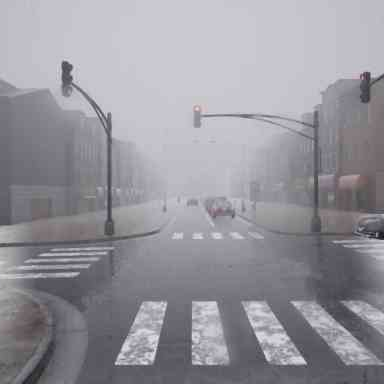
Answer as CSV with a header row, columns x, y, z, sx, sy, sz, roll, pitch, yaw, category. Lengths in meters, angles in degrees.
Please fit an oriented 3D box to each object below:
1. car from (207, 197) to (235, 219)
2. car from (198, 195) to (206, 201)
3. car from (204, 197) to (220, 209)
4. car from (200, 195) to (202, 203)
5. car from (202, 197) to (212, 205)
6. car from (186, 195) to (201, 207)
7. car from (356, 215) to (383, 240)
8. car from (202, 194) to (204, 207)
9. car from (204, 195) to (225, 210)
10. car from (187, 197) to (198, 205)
x,y,z,sx,sy,sz,roll,pitch,yaw,category
2.687,1.470,29.711,1.967,1.590,4.097,-1,0,0,car
2.812,1.702,94.540,1.967,1.590,4.097,-1,0,0,car
2.718,1.509,45.918,1.967,1.590,4.097,-1,0,0,car
2.728,1.525,51.320,1.967,1.590,4.097,-1,0,0,car
2.751,1.648,62.295,1.752,1.417,4.829,-1,0,0,car
0.106,1.601,54.773,1.837,1.490,4.892,0,0,0,car
9.138,1.194,13.150,4.892,1.490,1.837,-2,0,4,car
2.706,1.370,40.516,2.192,1.841,5.009,-1,0,0,car
2.696,1.356,35.113,2.192,1.841,5.009,-1,0,0,car
0.127,1.697,65.193,1.994,1.385,4.181,0,0,0,car
